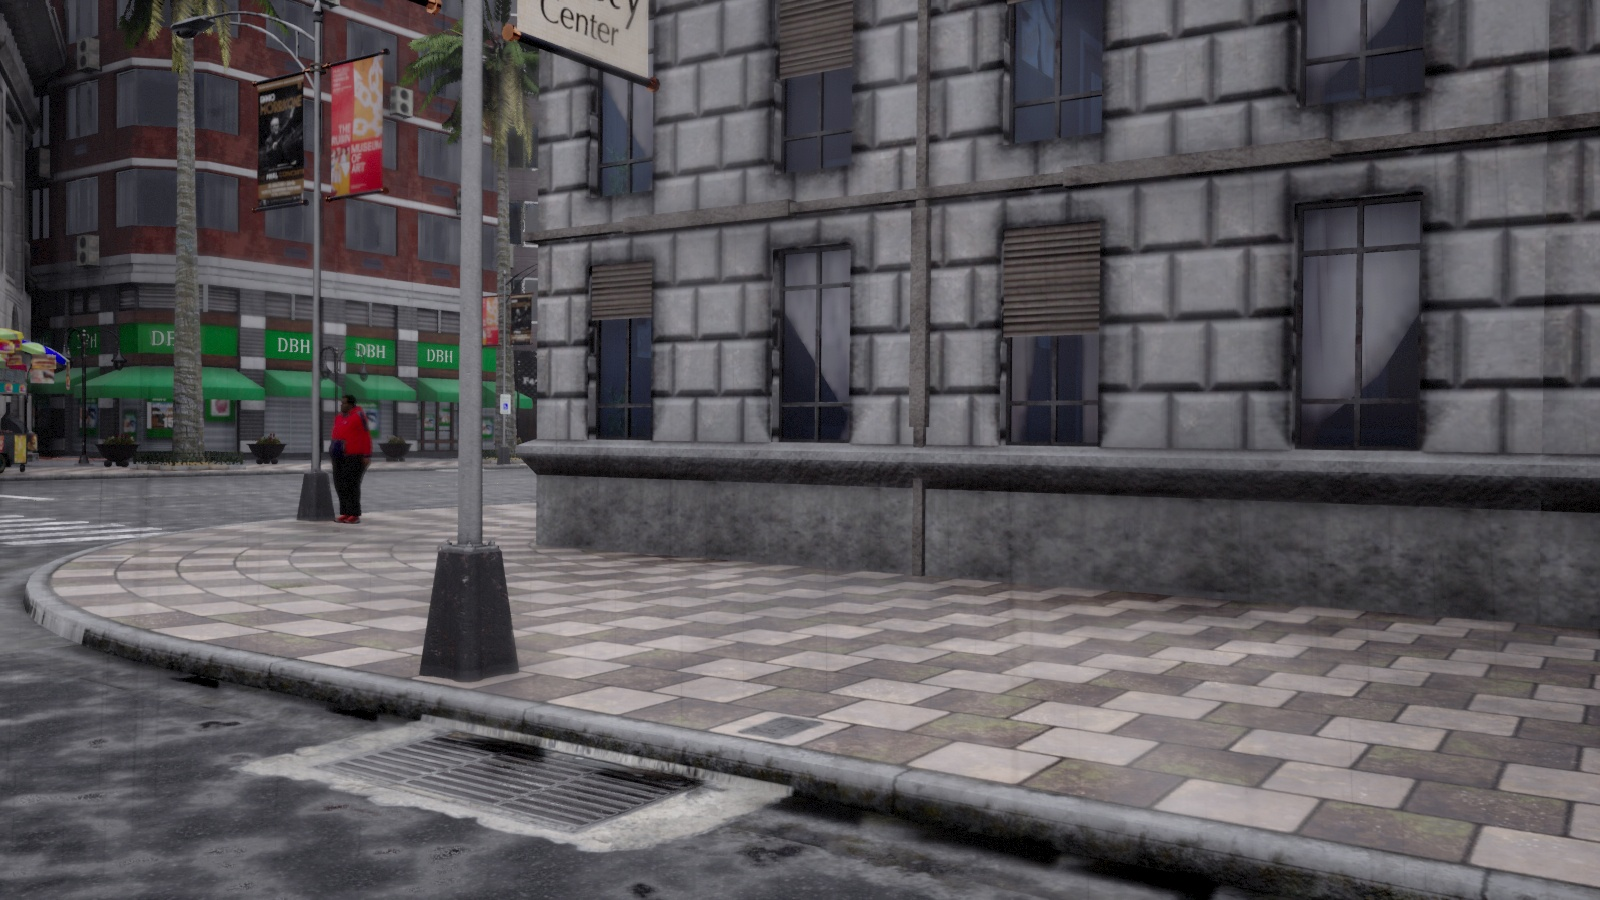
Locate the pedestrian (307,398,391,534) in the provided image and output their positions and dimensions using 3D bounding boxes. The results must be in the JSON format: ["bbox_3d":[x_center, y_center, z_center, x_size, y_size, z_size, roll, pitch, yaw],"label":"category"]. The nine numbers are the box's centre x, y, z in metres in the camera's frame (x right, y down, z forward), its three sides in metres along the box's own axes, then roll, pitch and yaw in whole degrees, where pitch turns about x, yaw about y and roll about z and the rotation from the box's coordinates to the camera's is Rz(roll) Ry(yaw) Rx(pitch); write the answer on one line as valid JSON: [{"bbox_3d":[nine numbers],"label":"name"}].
[{"bbox_3d":[-6.311,0.205,17.586,0.634,1.844,0.899,0,1,43],"label":"pedestrian"}]
